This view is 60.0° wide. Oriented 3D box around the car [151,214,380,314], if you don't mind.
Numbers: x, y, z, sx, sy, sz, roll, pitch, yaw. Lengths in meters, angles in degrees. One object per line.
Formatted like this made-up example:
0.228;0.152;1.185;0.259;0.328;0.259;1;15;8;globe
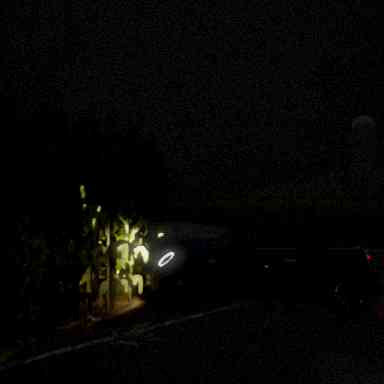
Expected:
1.418;1.363;7.319;4.553;1.767;2.097;0;0;6;car
